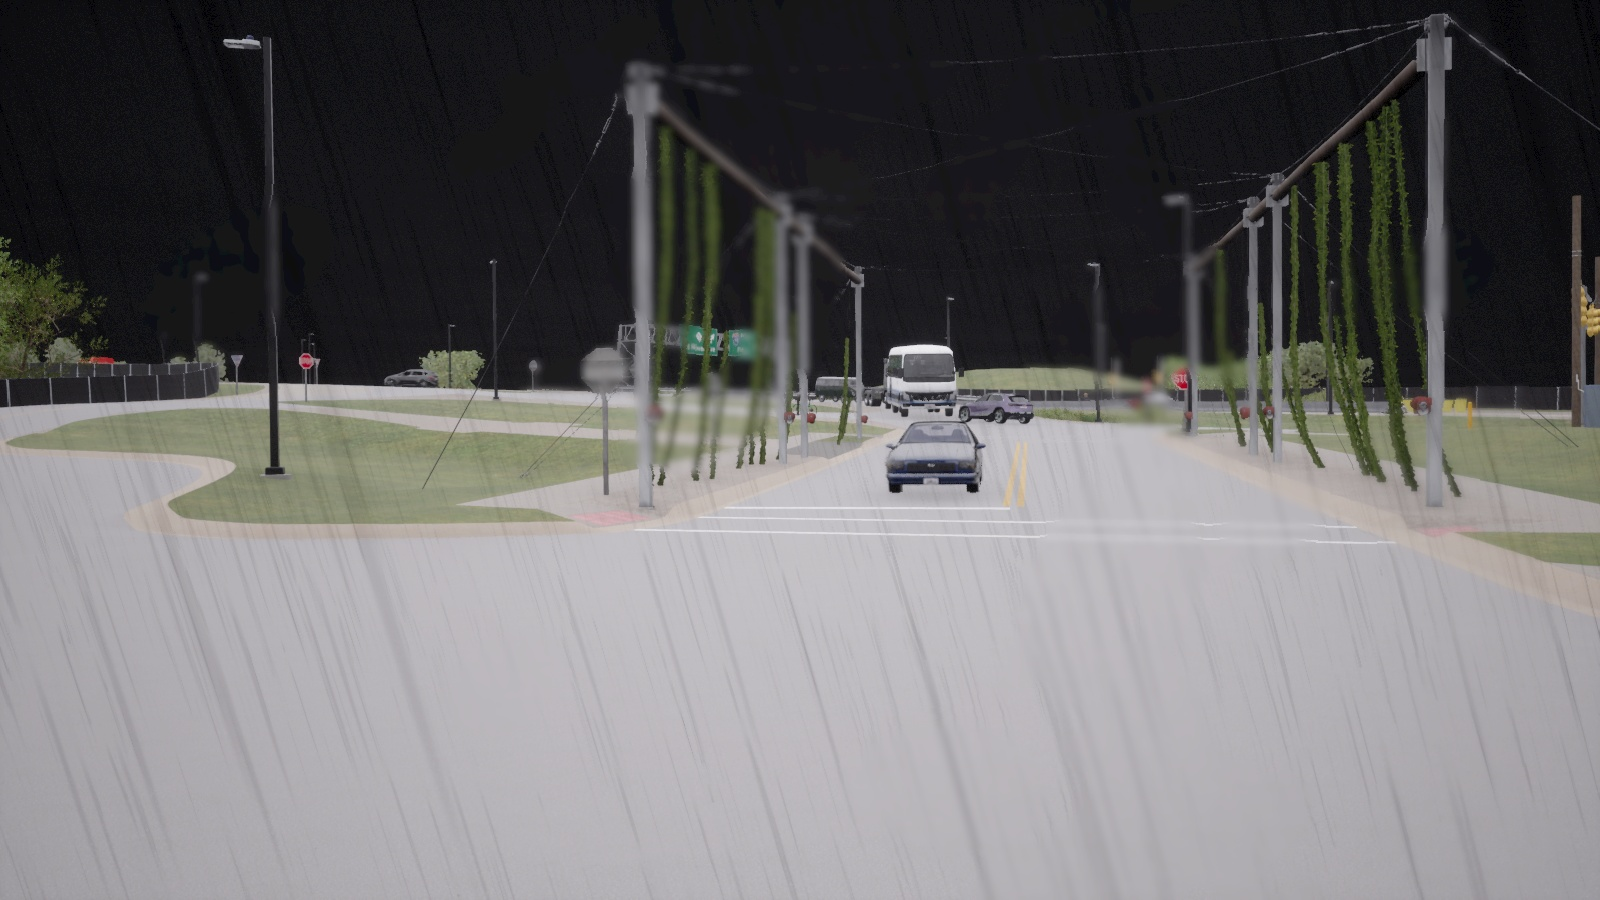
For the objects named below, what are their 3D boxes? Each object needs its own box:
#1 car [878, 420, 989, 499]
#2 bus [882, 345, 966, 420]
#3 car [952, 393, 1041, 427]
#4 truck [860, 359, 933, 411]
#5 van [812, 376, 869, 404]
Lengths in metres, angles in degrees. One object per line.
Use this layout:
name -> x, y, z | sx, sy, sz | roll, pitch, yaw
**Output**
car -> 2.957, 0.117, 26.802 | 2.033, 1.411, 5.357 | 0, 3, 10
bus -> 7.442, -4.248, 77.097 | 3.944, 4.253, 10.273 | 0, 4, -1
car -> 10.474, -2.181, 67.196 | 2.033, 1.649, 4.856 | 0, 3, -30
truck -> 6.704, -4.677, 88.364 | 2.891, 3.462, 7.936 | -1, 4, -13
van -> 3.113, -4.633, 97.218 | 1.775, 1.987, 4.442 | -2, 5, -40
